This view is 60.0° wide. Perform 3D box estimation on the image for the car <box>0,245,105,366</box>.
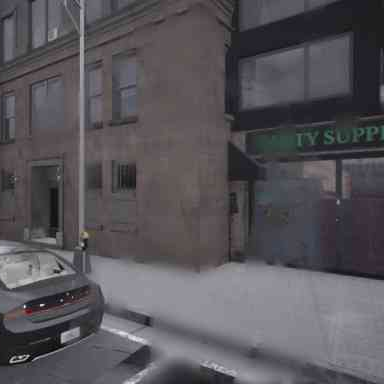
[{"bbox_3d":[-3.296,1.551,5.427,4.403,1.369,2.008,0,0,35],"label":"car"}]
